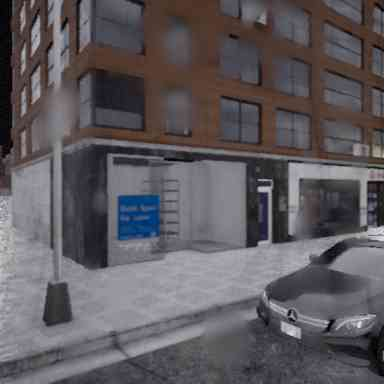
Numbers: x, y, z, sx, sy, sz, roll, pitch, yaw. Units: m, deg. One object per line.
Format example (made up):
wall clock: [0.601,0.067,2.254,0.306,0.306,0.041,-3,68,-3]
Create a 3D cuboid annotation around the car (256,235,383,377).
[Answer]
car: [3.169,1.515,5.637,4.674,1.442,1.812,0,0,-35]
